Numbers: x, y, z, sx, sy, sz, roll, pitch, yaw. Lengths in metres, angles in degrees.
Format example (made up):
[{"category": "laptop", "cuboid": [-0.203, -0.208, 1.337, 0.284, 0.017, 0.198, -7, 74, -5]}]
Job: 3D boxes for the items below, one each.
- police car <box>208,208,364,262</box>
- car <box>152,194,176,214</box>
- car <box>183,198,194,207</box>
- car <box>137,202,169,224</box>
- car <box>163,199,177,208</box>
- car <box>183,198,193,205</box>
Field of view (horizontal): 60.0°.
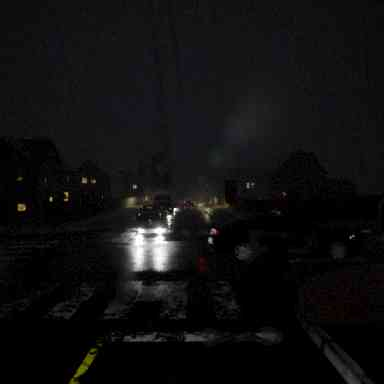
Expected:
[{"category": "police car", "cuboid": [3.183, 1.415, 11.601, 5.238, 1.638, 1.930, -1, 1, 0]}, {"category": "car", "cuboid": [-3.180, 1.291, 37.119, 2.150, 2.045, 5.566, 0, 0, -1]}, {"category": "car", "cuboid": [-0.643, 1.789, 56.872, 1.895, 1.301, 4.718, 0, 0, -1]}, {"category": "car", "cuboid": [-2.971, 1.633, 25.007, 1.895, 1.301, 4.718, 0, 0, -2]}, {"category": "car", "cuboid": [-3.378, 1.747, 50.913, 1.895, 1.301, 4.718, 0, 0, -1]}, {"category": "car", "cuboid": [-0.820, 1.873, 66.900, 1.895, 1.301, 4.718, 0, 0, -2]}]
